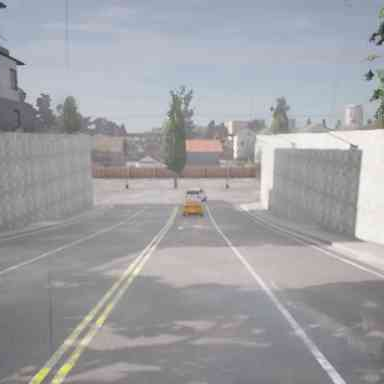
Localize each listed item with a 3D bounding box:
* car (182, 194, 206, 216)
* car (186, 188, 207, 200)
[{"bbox_3d":[0.066,1.406,32.100,1.882,1.535,5.008,0,3,0],"label":"car"},{"bbox_3d":[0.467,0.446,42.546,2.150,2.045,5.566,1,7,9],"label":"car"}]
